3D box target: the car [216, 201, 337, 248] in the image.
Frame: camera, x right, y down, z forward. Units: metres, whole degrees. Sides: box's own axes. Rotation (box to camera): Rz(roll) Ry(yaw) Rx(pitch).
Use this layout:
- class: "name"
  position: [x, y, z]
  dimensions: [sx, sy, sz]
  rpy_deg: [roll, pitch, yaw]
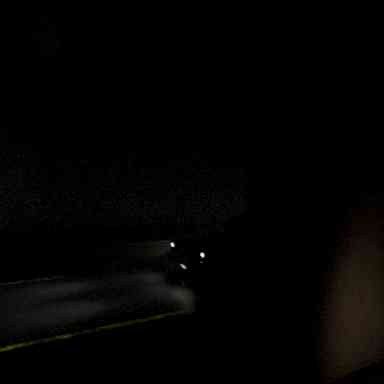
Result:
- class: "car"
  position: [3.650, 1.227, 14.069]
  dimensions: [5.008, 1.535, 1.882]
  rpy_deg: [0, 1, -30]

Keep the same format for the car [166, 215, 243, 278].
- class: "car"
  position: [1.727, 1.435, 8.932]
  dimensions: [4.718, 1.301, 1.895]
  rpy_deg: [0, 1, -30]
